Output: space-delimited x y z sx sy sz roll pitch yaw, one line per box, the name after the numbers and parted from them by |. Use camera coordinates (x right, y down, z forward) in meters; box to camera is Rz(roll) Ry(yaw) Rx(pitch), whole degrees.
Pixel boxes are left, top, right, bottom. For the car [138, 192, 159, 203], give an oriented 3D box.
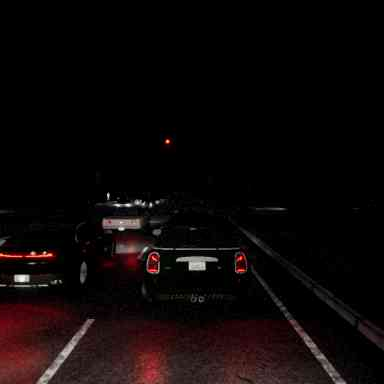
-7.211 1.105 55.967 2.033 1.411 5.357 0 1 0 | car

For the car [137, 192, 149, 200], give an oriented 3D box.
-10.747 0.894 73.484 2.128 1.511 4.902 0 1 -1 | car

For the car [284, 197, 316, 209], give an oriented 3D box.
13.704 1.252 39.212 5.357 1.411 2.033 0 1 -3 | car

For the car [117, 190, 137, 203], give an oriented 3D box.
-10.707 0.928 53.818 2.097 1.767 4.553 0 0 0 | car

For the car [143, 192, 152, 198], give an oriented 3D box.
-11.085 0.749 83.705 1.812 1.442 4.674 0 1 -2 | car

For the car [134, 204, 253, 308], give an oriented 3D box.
0.087 1.323 8.041 2.097 1.767 4.553 0 0 0 | car

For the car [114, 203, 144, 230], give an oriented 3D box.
-3.439 1.487 18.413 1.895 1.301 4.718 0 1 0 | car

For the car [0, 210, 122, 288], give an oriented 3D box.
-3.417 1.468 9.093 1.837 1.490 4.892 0 0 0 | car

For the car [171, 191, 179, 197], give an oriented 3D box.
-4.937 0.541 95.504 1.837 1.490 4.892 0 1 -7 | car

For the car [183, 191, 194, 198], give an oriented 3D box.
-0.698 0.707 86.045 1.812 1.442 4.674 0 1 -4 | car

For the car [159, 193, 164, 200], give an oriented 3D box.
-7.185 1.005 66.035 2.033 1.411 5.357 0 1 1 | car

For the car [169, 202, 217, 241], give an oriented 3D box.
0.057 1.388 17.237 2.128 1.511 4.902 0 0 1 | car

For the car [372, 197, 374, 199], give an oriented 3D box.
22.770 1.053 39.740 4.553 1.767 2.097 0 0 -3 | car

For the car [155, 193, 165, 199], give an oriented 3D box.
-7.318 0.870 76.462 2.033 1.411 5.357 0 1 -1 | car

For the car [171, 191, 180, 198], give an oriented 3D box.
-4.157 0.681 85.345 1.882 1.535 5.008 0 1 -4 | car

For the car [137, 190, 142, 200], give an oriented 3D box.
-10.694 0.709 63.259 2.150 2.045 5.566 0 1 0 | car

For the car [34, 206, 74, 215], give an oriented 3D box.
-7.100 1.459 17.350 1.994 1.385 4.181 0 1 0 | car
